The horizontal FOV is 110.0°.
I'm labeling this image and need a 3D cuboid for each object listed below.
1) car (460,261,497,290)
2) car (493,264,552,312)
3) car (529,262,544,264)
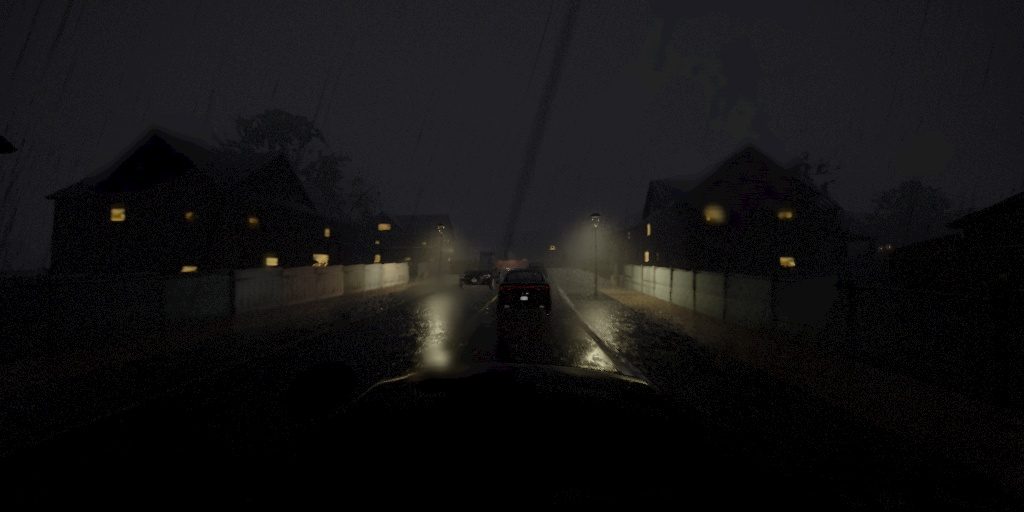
[{"bbox_3d":[-1.838,1.071,21.982,1.882,1.535,5.008,0,0,5],"label":"car"},{"bbox_3d":[0.536,1.244,14.312,1.882,1.535,5.008,0,0,3],"label":"car"},{"bbox_3d":[2.309,1.321,33.192,1.837,1.490,4.892,0,0,7],"label":"car"}]
